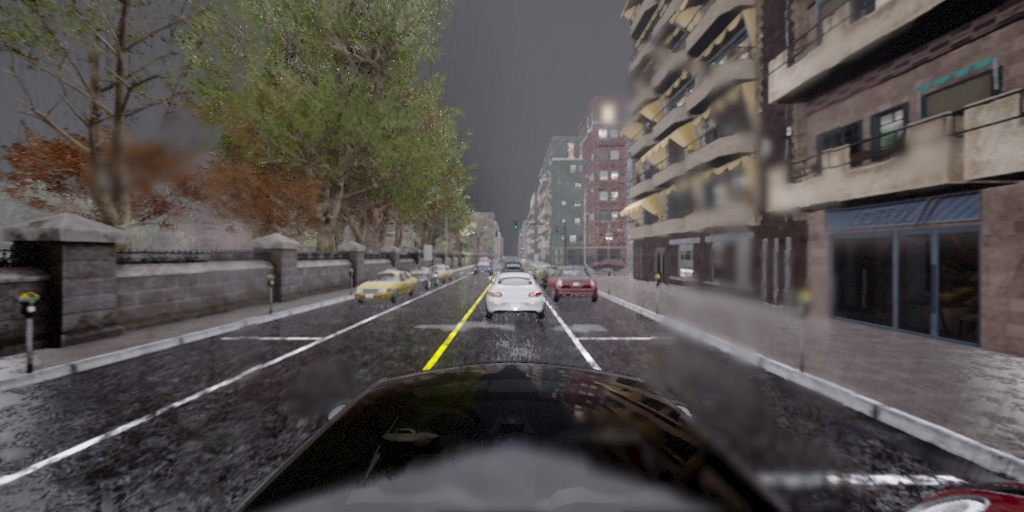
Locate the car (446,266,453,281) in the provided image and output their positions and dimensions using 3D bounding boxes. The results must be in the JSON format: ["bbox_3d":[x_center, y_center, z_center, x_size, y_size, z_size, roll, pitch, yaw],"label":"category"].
[{"bbox_3d":[-5.694,1.287,27.976,1.751,1.417,4.829,0,0,0],"label":"car"}]

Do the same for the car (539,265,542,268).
[{"bbox_3d":[2.688,1.323,22.518,1.948,1.339,4.313,0,0,0],"label":"car"}]

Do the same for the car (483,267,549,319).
[{"bbox_3d":[0.094,1.278,12.746,1.812,1.442,4.674,0,0,0],"label":"car"}]

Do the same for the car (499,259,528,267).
[{"bbox_3d":[0.095,1.267,29.805,1.837,1.490,4.892,0,0,0],"label":"car"}]

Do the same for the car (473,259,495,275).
[{"bbox_3d":[-3.008,1.304,38.745,1.812,1.442,4.674,0,0,0],"label":"car"}]

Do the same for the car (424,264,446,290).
[{"bbox_3d":[-5.692,1.307,22.515,2.007,1.370,4.403,0,0,0],"label":"car"}]

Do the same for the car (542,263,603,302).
[{"bbox_3d":[2.689,1.194,16.887,1.967,1.591,4.097,0,0,0],"label":"car"}]

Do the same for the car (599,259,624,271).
[{"bbox_3d":[14.589,1.375,55.130,5.009,1.841,2.192,0,0,0],"label":"car"}]

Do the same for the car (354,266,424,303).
[{"bbox_3d":[-5.692,1.279,16.715,1.751,1.417,4.829,0,0,0],"label":"car"}]
